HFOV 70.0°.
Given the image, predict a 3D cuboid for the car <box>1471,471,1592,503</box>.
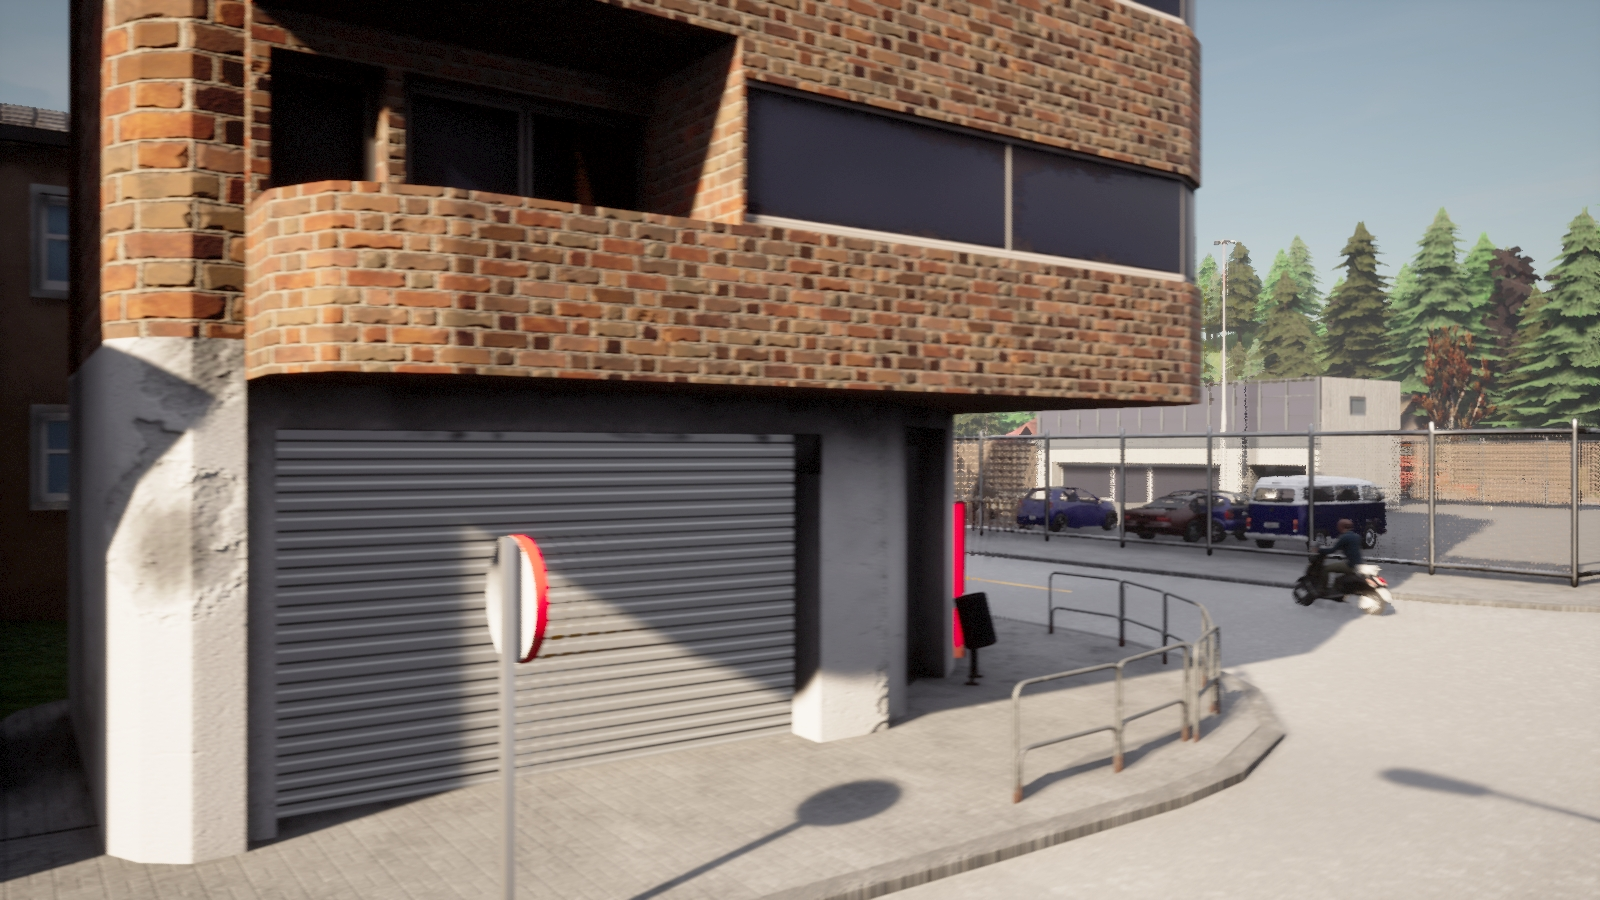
[{"bbox_3d":[37.640,1.851,58.936,2.163,1.488,4.792,0,0,-35],"label":"car"}]
